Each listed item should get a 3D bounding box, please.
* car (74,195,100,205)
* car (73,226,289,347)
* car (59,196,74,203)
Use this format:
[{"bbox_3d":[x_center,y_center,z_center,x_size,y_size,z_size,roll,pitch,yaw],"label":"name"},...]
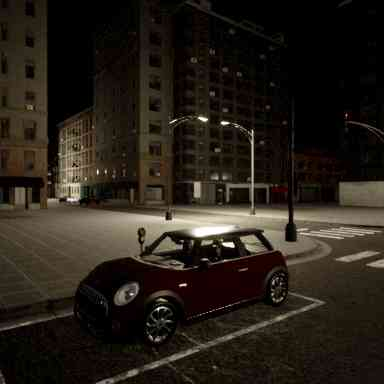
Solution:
[{"bbox_3d":[-15.842,1.221,51.149,2.128,1.511,4.902,0,0,-38],"label":"car"},{"bbox_3d":[-0.052,1.440,6.265,4.097,1.590,1.967,0,0,-38],"label":"car"},{"bbox_3d":[-22.165,1.275,59.248,1.895,1.301,4.718,0,0,-39],"label":"car"}]
